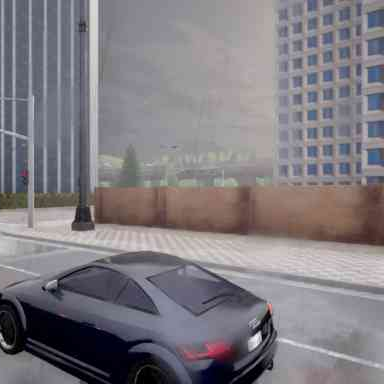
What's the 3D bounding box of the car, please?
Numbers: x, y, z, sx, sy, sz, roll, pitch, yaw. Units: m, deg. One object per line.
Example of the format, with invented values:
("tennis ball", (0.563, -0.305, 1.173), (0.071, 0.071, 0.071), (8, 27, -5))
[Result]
("car", (-0.977, 1.564, 4.700), (4.181, 1.385, 1.994), (0, 0, 35))
